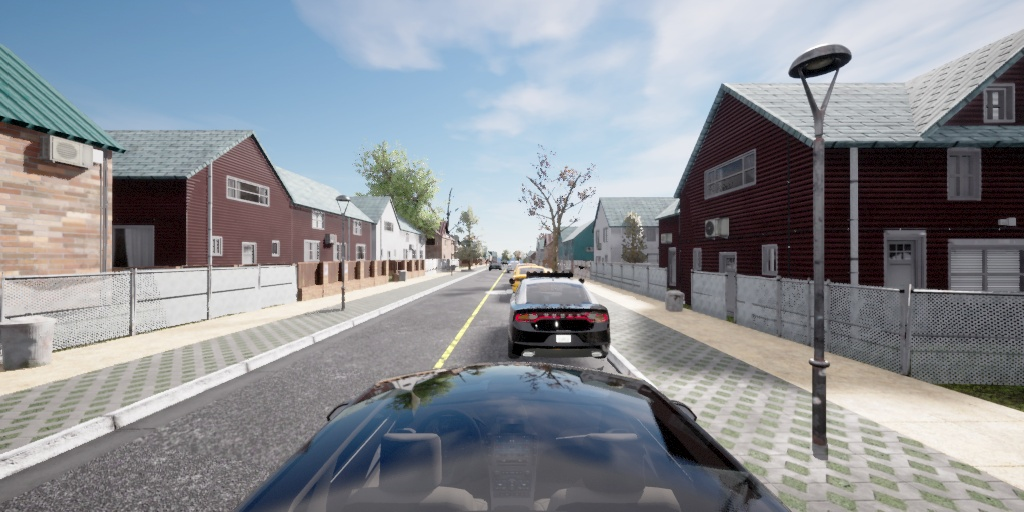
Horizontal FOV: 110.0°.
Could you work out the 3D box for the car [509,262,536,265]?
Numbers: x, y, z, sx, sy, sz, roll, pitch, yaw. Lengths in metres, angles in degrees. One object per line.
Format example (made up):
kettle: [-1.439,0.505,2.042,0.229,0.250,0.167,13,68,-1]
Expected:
car: [0.948,1.238,18.458,1.882,1.535,5.008,0,0,0]

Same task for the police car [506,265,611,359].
police car: [0.879,1.176,8.567,1.930,1.638,5.238,0,0,0]

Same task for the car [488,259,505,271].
car: [-2.397,1.494,51.773,1.895,1.301,4.718,0,0,0]

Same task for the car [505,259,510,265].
car: [0.345,1.383,45.730,1.812,1.442,4.674,0,0,1]
